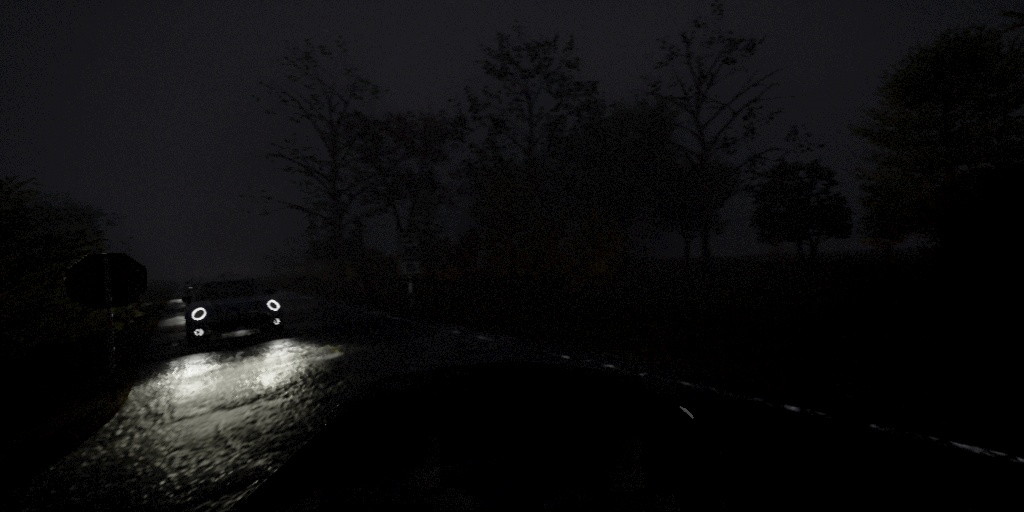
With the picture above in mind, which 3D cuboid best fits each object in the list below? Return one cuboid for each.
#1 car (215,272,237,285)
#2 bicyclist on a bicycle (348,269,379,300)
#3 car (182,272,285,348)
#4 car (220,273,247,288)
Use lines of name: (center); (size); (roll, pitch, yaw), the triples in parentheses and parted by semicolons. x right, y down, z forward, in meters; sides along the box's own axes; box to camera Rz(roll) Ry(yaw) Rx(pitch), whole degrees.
car: (-37.002, 2.828, 46.323); (1.837, 1.490, 4.892); (-4, 1, -43)
bicyclist on a bicycle: (-7.928, 1.487, 19.099); (1.656, 1.620, 0.582); (-3, 0, -43)
car: (-8.529, 1.470, 10.901); (2.097, 1.767, 4.553); (-3, 1, -43)
car: (-30.222, 2.587, 38.912); (1.994, 1.385, 4.181); (-3, 1, -42)
